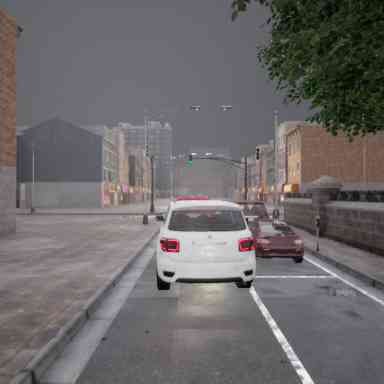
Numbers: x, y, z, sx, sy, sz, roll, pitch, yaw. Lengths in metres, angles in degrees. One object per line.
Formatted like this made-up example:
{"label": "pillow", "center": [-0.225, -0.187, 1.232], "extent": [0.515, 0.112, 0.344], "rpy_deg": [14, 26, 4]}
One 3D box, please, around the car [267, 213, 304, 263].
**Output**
{"label": "car", "center": [2.636, 1.586, 11.702], "extent": [1.802, 1.307, 4.206], "rpy_deg": [1, 0, 0]}

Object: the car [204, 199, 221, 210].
{"label": "car", "center": [2.615, 1.599, 43.581], "extent": [1.887, 1.381, 4.507], "rpy_deg": [1, 0, 0]}

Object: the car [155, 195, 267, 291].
{"label": "car", "center": [0.173, 1.224, 9.204], "extent": [2.150, 2.045, 5.566], "rpy_deg": [0, 0, -4]}

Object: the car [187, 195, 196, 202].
{"label": "car", "center": [-0.056, 1.542, 83.771], "extent": [2.097, 1.767, 4.553], "rpy_deg": [0, 0, 0]}

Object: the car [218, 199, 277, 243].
{"label": "car", "center": [2.635, 1.324, 17.151], "extent": [2.192, 1.841, 5.009], "rpy_deg": [1, 0, 0]}

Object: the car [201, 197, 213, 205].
{"label": "car", "center": [2.604, 1.644, 59.893], "extent": [1.887, 1.381, 4.507], "rpy_deg": [1, 0, 0]}

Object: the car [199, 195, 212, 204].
{"label": "car", "center": [2.602, 1.432, 65.331], "extent": [2.192, 1.841, 5.009], "rpy_deg": [1, 0, 0]}
